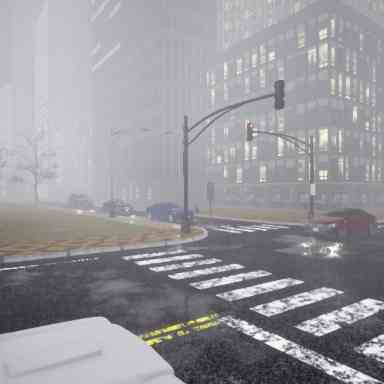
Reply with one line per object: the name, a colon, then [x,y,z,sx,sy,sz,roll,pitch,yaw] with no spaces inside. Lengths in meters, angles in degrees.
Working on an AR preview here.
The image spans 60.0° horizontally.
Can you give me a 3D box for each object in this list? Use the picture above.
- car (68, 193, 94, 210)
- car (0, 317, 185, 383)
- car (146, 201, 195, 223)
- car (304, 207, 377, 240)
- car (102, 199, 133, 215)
car: [-14.979,1.223,44.563,2.150,2.045,5.566,0,0,-35]
car: [-2.245,1.601,1.841,4.718,1.301,1.895,0,0,-36]
car: [-1.756,1.484,25.815,1.882,1.535,5.008,0,0,-36]
car: [7.796,1.528,17.235,4.674,1.442,1.812,0,0,-36]
car: [-7.733,1.497,34.275,2.128,1.511,4.902,0,0,-35]
